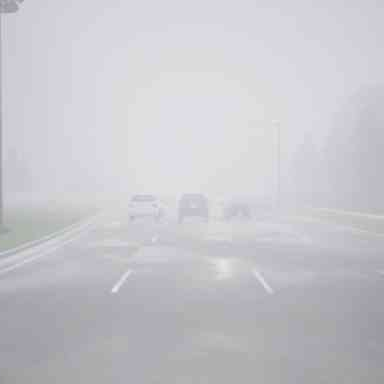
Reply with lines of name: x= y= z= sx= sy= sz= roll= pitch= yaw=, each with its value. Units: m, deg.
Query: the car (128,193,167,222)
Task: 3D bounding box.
car: x=-3.397 y=1.116 z=25.400 sx=2.150 sy=2.045 sz=5.566 roll=0 pitch=0 yaw=0

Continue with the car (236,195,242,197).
car: x=7.023 y=1.157 z=47.087 sx=2.097 sy=1.767 sz=4.553 roll=0 pitch=0 yaw=0

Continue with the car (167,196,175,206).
car: x=-3.405 y=1.323 z=49.148 sx=1.812 sy=1.442 sz=4.674 roll=0 pitch=0 yaw=0

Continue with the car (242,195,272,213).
car: x=7.004 y=1.206 z=35.282 sx=2.097 sy=1.767 sz=4.553 roll=0 pitch=0 yaw=0

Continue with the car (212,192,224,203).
car: x=3.597 y=1.016 z=48.840 sx=2.150 sy=2.045 sz=5.566 roll=0 pitch=0 yaw=0

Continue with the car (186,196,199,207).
car: x=0.093 y=1.304 z=48.233 sx=1.837 sy=1.490 sz=4.892 roll=0 pitch=0 yaw=0

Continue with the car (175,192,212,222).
car: x=0.103 y=1.116 z=25.378 sx=2.150 sy=2.045 sz=5.566 roll=0 pitch=0 yaw=0

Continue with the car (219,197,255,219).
car: x=3.603 y=1.391 z=27.419 sx=1.837 sy=1.490 sz=4.892 roll=0 pitch=0 yaw=0
